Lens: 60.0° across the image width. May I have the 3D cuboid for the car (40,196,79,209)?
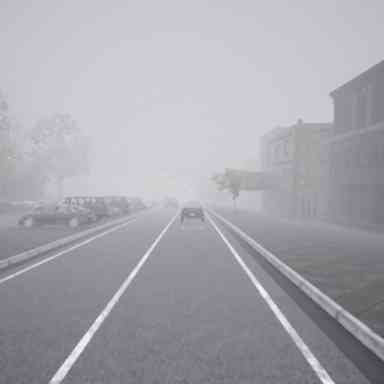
[{"bbox_3d":[-21.992,1.745,55.404,5.566,2.045,2.435,0,-1,0],"label":"car"}]

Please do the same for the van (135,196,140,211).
[{"bbox_3d":[-8.782,1.535,38.793,4.442,1.987,1.878,0,-1,0],"label":"van"}]

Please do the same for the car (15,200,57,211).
[{"bbox_3d":[-21.992,1.878,47.048,5.008,1.535,2.097,0,-1,0],"label":"car"}]

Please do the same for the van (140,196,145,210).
[{"bbox_3d":[-9.027,1.614,44.398,4.442,1.987,1.878,0,-1,0],"label":"van"}]

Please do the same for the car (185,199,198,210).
[{"bbox_3d":[-0.061,1.922,51.070,1.801,1.575,5.366,0,-1,0],"label":"car"}]

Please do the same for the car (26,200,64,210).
[{"bbox_3d":[-21.975,1.946,49.833,4.792,1.488,2.163,0,-1,0],"label":"car"}]

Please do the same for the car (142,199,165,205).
[{"bbox_3d":[-8.996,2.375,78.028,5.008,1.535,2.097,0,-1,0],"label":"car"}]

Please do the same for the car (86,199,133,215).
[{"bbox_3d":[-8.861,1.596,35.987,4.553,1.767,2.185,0,-1,0],"label":"car"}]

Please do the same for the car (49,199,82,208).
[{"bbox_3d":[-22.022,2.040,58.187,5.008,1.535,2.097,0,-1,0],"label":"car"}]

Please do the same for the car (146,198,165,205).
[{"bbox_3d":[-9.047,2.346,83.635,4.553,1.767,2.185,0,-1,0],"label":"car"}]

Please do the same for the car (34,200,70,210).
[{"bbox_3d":[-22.041,1.986,52.617,4.792,1.488,2.163,0,-1,0],"label":"car"}]

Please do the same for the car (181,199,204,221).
[{"bbox_3d":[0.038,1.633,28.538,1.882,1.535,5.008,0,-1,0],"label":"car"}]

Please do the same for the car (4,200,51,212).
[{"bbox_3d":[-21.805,1.836,44.263,5.366,1.575,1.946,0,-1,0],"label":"car"}]

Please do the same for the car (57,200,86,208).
[{"bbox_3d":[-22.032,2.122,60.847,4.674,1.452,2.002,0,-1,0],"label":"car"}]

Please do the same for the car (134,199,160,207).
[{"bbox_3d":[-9.000,2.211,66.816,4.792,1.488,2.163,0,-1,0],"label":"car"}]

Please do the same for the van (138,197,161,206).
[{"bbox_3d":[-8.862,2.004,69.623,4.442,1.987,1.878,0,-1,0],"label":"van"}]

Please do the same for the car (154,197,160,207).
[{"bbox_3d":[-8.950,2.086,61.214,5.008,1.535,2.097,0,-1,0],"label":"car"}]

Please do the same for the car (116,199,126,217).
[{"bbox_3d":[-8.891,1.651,30.380,4.892,1.521,2.231,0,-1,0],"label":"car"}]

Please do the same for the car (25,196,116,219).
[{"bbox_3d":[-8.907,1.341,24.778,5.566,2.045,2.435,0,-1,0],"label":"car"}]

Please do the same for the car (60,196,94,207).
[{"bbox_3d":[-22.013,1.879,63.759,5.566,2.045,2.435,0,-1,0],"label":"car"}]

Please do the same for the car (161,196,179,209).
[{"bbox_3d":[-3.376,1.736,54.378,2.150,2.045,5.566,0,-1,0],"label":"car"}]

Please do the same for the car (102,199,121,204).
[{"bbox_3d":[-22.123,2.612,91.635,4.892,1.521,2.231,0,-1,0],"label":"car"}]

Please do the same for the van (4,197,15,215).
[{"bbox_3d":[-22.089,1.495,35.909,4.442,1.987,1.878,0,-1,0],"label":"van"}]

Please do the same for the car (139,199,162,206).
[{"bbox_3d":[-8.957,2.308,72.422,4.792,1.488,2.163,0,-1,0],"label":"car"}]

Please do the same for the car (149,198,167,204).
[{"bbox_3d":[-9.000,2.442,89.241,4.553,1.767,2.185,0,-1,0],"label":"car"}]

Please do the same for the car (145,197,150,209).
[{"bbox_3d":[-8.913,1.879,47.199,5.008,1.535,2.097,0,-1,0],"label":"car"}]

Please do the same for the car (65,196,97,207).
[{"bbox_3d":[-22.021,1.925,66.420,5.566,2.045,2.435,0,-1,0],"label":"car"}]

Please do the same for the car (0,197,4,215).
[{"bbox_3d":[-21.937,1.560,33.127,4.553,1.767,2.185,0,-1,0],"label":"car"}]

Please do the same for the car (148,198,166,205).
[{"bbox_3d":[-8.992,2.394,86.438,4.553,1.767,2.185,0,-1,0],"label":"car"}]

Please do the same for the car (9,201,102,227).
[{"bbox_3d":[-8.871,1.570,21.975,4.892,1.521,2.231,0,0,0],"label":"car"}]

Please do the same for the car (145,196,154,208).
[{"bbox_3d":[-8.954,1.667,50.006,5.566,2.045,2.435,0,-1,0],"label":"car"}]

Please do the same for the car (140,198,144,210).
[{"bbox_3d":[-8.898,1.801,41.593,4.892,1.521,2.231,0,-1,0],"label":"car"}]

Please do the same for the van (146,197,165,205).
[{"bbox_3d":[-8.892,2.197,80.835,4.442,1.987,1.878,0,-1,0],"label":"van"}]

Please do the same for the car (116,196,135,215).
[{"bbox_3d":[-8.917,1.435,33.188,5.566,2.045,2.435,0,-1,0],"label":"car"}]
